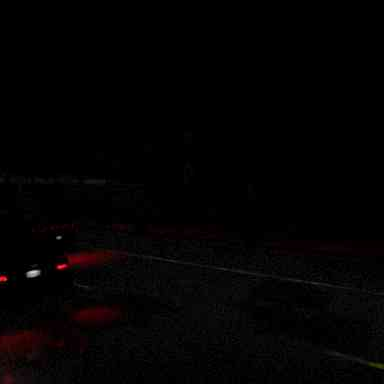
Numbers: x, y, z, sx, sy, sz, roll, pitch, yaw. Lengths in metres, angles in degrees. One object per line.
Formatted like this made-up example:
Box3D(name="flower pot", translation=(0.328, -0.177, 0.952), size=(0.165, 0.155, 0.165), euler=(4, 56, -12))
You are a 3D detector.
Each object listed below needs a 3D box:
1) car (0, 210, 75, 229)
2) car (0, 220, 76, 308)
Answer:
Box3D(name="car", translation=(-6.654, 1.445, 13.044), size=(5.008, 1.535, 1.882), euler=(0, 0, 36))
Box3D(name="car", translation=(-4.922, 1.530, 7.510), size=(5.357, 1.411, 2.033), euler=(0, 0, 36))
